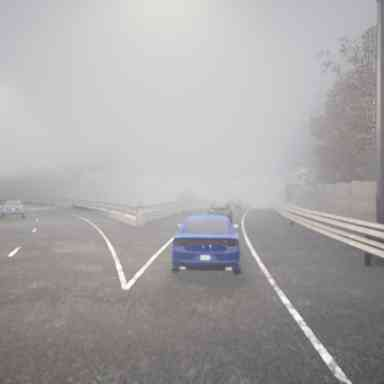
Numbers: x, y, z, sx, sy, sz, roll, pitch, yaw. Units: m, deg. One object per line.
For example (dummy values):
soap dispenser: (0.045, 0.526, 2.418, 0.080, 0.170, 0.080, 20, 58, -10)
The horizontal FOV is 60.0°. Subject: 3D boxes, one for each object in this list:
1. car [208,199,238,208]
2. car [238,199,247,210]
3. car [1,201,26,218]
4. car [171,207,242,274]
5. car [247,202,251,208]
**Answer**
car: (2.164, 1.488, 24.934, 2.128, 1.511, 4.902, 0, 0, 8)
car: (5.686, 1.619, 43.735, 2.033, 1.411, 5.357, 0, -1, 12)
car: (-15.833, 1.504, 29.513, 2.033, 1.411, 5.357, 0, 0, -28)
car: (0.500, 1.475, 10.705, 1.882, 1.535, 5.008, 0, 0, 4)
car: (8.806, 2.122, 58.448, 1.895, 1.301, 4.718, 0, -3, 12)
